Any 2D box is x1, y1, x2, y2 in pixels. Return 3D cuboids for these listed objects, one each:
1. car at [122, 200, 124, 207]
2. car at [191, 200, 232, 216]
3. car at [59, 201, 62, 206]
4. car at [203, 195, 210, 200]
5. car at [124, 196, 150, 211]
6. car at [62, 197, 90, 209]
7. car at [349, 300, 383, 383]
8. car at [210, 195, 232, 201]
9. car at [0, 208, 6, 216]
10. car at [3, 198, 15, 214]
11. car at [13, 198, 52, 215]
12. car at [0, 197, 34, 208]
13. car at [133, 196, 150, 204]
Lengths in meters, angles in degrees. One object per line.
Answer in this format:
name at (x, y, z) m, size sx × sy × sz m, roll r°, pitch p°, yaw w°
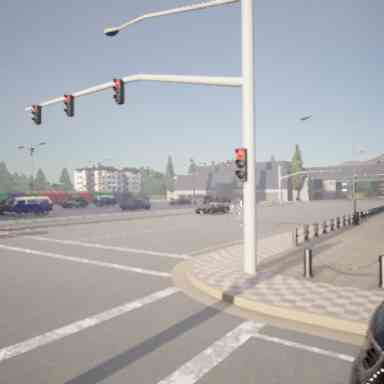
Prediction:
car at (-14.405, 2.162, 81.126) m, size 1.970 × 1.475 × 3.806 m, roll -1°, pitch 0°, yaw 36°
car at (2.280, 1.879, 37.026) m, size 1.895 × 1.301 × 4.718 m, roll -1°, pitch 0°, yaw 36°
car at (-24.729, 2.137, 67.036) m, size 1.784 × 1.438 × 3.905 m, roll -1°, pitch 0°, yaw 36°
car at (3.756, 1.646, 67.820) m, size 1.905 × 1.878 × 3.866 m, roll -1°, pitch 0°, yaw 36°
car at (-8.761, 1.925, 55.342) m, size 1.970 × 1.475 × 3.806 m, roll -1°, pitch 0°, yaw 36°
car at (-22.435, 1.891, 65.272) m, size 1.932 × 1.855 × 4.605 m, roll -1°, pitch 0°, yaw 36°
car at (3.687, 1.193, 1.341) m, size 5.566 × 2.045 × 2.150 m, roll -1°, pitch 0°, yaw 36°
car at (6.057, 1.607, 66.063) m, size 1.932 × 1.855 × 4.605 m, roll -1°, pitch 0°, yaw 36°
car at (-12.529, 1.775, 16.716) m, size 1.882 × 1.535 × 5.008 m, roll -1°, pitch 0°, yaw 36°
car at (-24.682, 2.006, 48.298) m, size 1.784 × 1.438 × 3.905 m, roll -1°, pitch 0°, yaw 36°
car at (-22.349, 2.002, 46.584) m, size 1.970 × 1.475 × 3.806 m, roll -1°, pitch 0°, yaw 36°
car at (-26.876, 1.829, 49.847) m, size 1.932 × 1.855 × 4.605 m, roll -1°, pitch 0°, yaw 36°
car at (-12.081, 1.888, 79.405) m, size 1.905 × 1.878 × 3.866 m, roll -1°, pitch 0°, yaw 36°
